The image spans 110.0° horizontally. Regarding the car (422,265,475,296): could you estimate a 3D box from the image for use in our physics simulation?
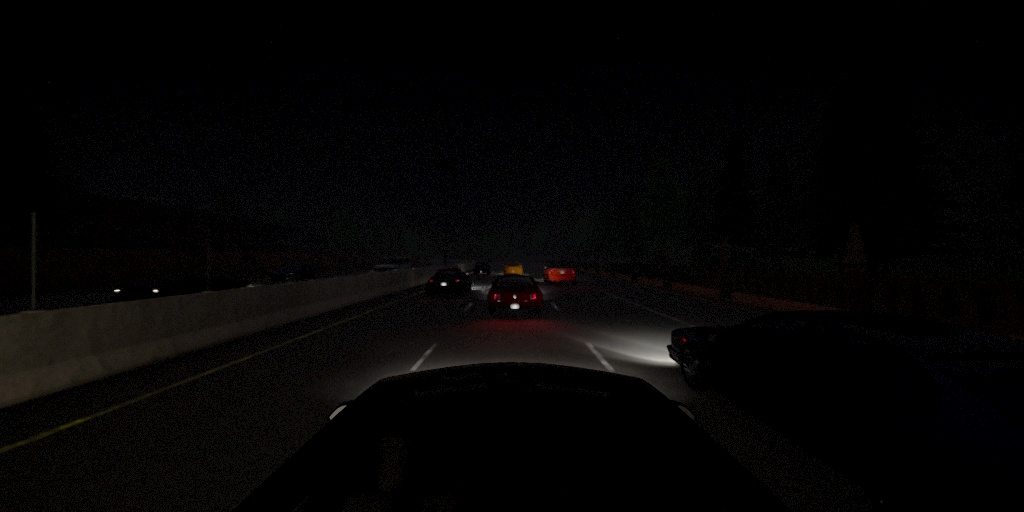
[{"bbox_3d":[-3.395,1.385,19.853,1.994,1.385,4.181,0,0,0],"label":"car"}]

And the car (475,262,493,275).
[{"bbox_3d":[-3.386,1.414,41.934,1.837,1.490,4.892,0,0,0],"label":"car"}]

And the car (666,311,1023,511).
[{"bbox_3d":[3.594,1.307,3.764,2.033,1.411,5.357,0,0,0],"label":"car"}]

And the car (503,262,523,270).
[{"bbox_3d":[0.112,1.372,38.443,1.882,1.535,5.008,0,0,0],"label":"car"}]

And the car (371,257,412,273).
[{"bbox_3d":[-10.585,1.087,31.899,2.150,2.045,5.566,0,0,0],"label":"car"}]

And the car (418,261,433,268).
[{"bbox_3d":[-13.980,1.497,58.055,1.812,1.442,4.674,0,0,0],"label":"car"}]

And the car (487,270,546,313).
[{"bbox_3d":[0.102,1.400,14.176,1.895,1.301,4.718,0,0,0],"label":"car"}]

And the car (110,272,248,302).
[{"bbox_3d":[-14.096,1.401,15.596,1.895,1.301,4.718,0,0,0],"label":"car"}]

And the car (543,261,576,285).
[{"bbox_3d":[3.608,1.205,27.801,2.097,1.767,4.553,0,0,0],"label":"car"}]

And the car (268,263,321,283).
[{"bbox_3d":[-17.581,1.331,29.253,1.882,1.535,5.008,0,0,0],"label":"car"}]
